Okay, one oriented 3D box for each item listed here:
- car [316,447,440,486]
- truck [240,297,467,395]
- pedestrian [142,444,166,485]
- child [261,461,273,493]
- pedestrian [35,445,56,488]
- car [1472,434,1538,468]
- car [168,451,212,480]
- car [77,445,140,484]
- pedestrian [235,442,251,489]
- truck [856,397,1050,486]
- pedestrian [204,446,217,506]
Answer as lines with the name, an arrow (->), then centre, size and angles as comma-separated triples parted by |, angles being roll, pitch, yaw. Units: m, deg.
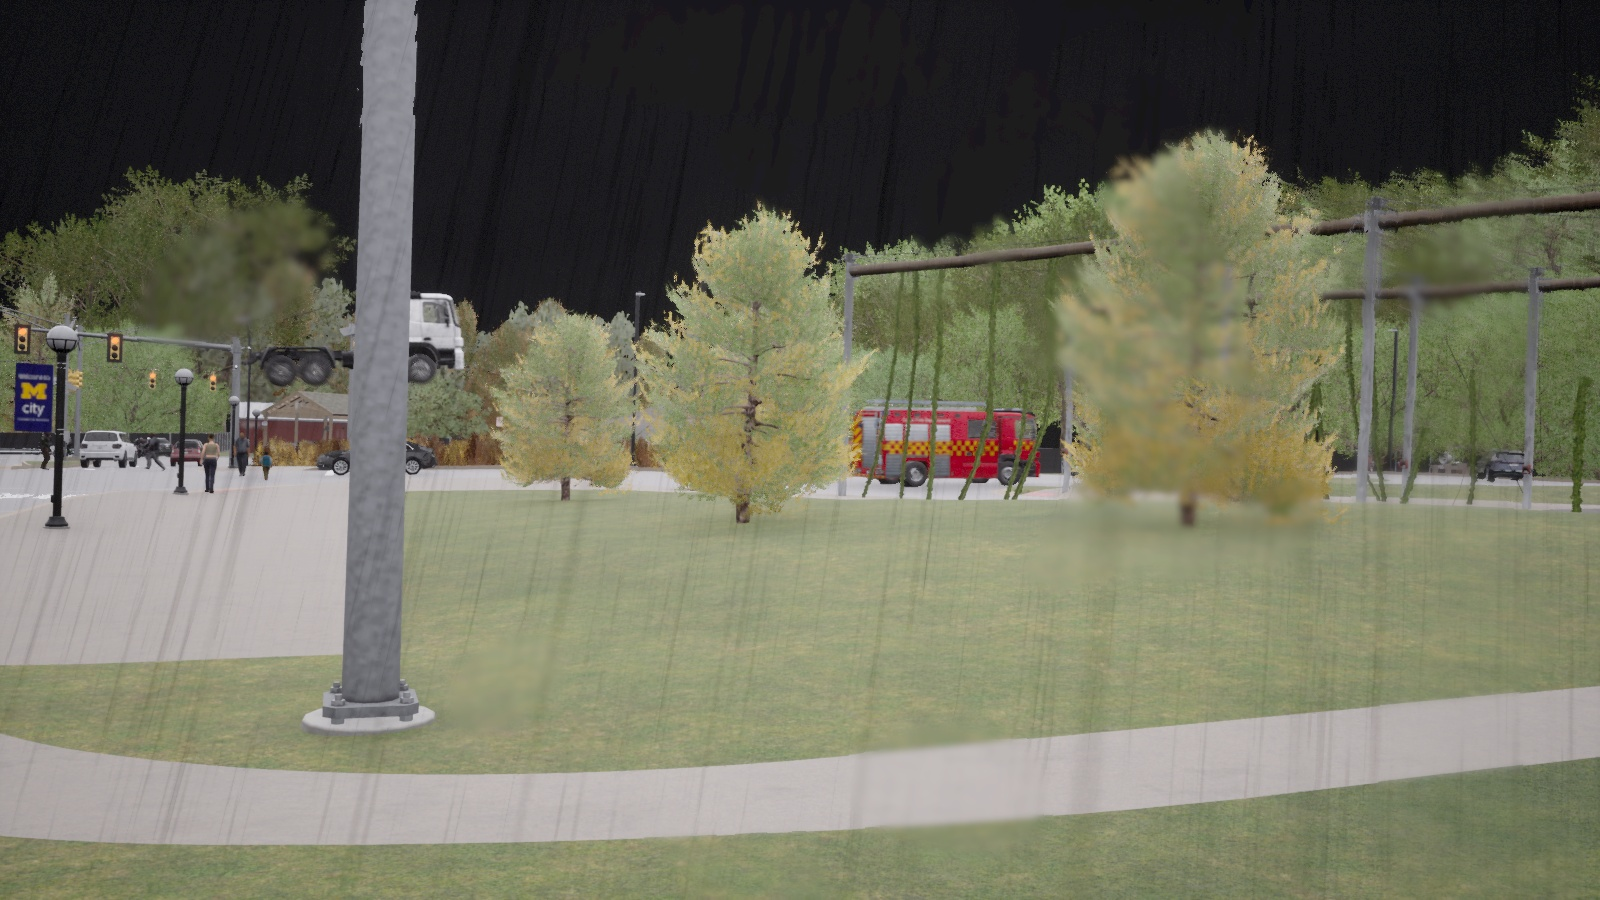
car -> -18.053, 0.697, 53.746 | 4.892, 1.490, 1.837 | -1, 1, -20
truck -> -17.322, -4.056, 48.914 | 7.936, 3.462, 2.891 | -4, 4, -22
pedestrian -> -30.103, 0.690, 58.522 | 0.849, 1.883, 0.563 | 1, 0, -14
child -> -20.053, 1.015, 47.214 | 0.343, 1.192, 0.448 | 0, 0, -31
pedestrian -> -34.087, 0.726, 56.726 | 0.692, 1.930, 0.395 | 1, 0, -10
car -> 36.149, 0.015, 64.545 | 2.033, 1.649, 4.856 | 0, 1, 18
car -> -36.863, 0.900, 75.986 | 1.851, 1.617, 3.988 | -1, 1, -19
car -> -38.546, 0.798, 70.137 | 2.150, 2.045, 5.566 | -1, 0, -19
pedestrian -> -22.208, 0.622, 50.048 | 0.540, 1.848, 0.694 | 1, 0, -25
truck -> 6.991, -0.446, 56.979 | 8.468, 3.827, 2.891 | -1, 1, -25
pedestrian -> -18.062, 0.785, 38.477 | 0.345, 1.836, 0.594 | 1, 0, -24
